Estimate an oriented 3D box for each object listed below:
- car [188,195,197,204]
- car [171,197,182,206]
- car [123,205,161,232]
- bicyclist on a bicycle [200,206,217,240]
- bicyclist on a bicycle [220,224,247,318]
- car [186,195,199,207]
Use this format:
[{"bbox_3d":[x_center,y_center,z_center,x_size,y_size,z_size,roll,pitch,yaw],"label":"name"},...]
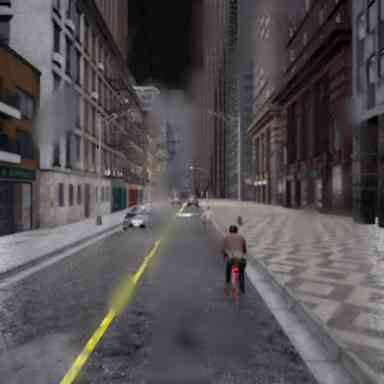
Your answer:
[{"bbox_3d":[0.080,1.613,77.424,2.150,2.045,5.566,0,0,0],"label":"car"},{"bbox_3d":[-2.966,1.770,62.687,1.882,1.535,5.008,0,0,1],"label":"car"},{"bbox_3d":[-3.076,1.574,21.005,2.128,1.511,4.902,0,0,0],"label":"car"},{"bbox_3d":[0.813,1.501,16.523,0.866,1.612,1.509,0,0,0],"label":"bicyclist on a bicycle"},{"bbox_3d":[0.832,1.479,6.535,0.582,1.620,1.656,0,-1,0],"label":"bicyclist on a bicycle"},{"bbox_3d":[0.152,1.755,55.278,1.837,1.490,4.892,0,0,0],"label":"car"}]
